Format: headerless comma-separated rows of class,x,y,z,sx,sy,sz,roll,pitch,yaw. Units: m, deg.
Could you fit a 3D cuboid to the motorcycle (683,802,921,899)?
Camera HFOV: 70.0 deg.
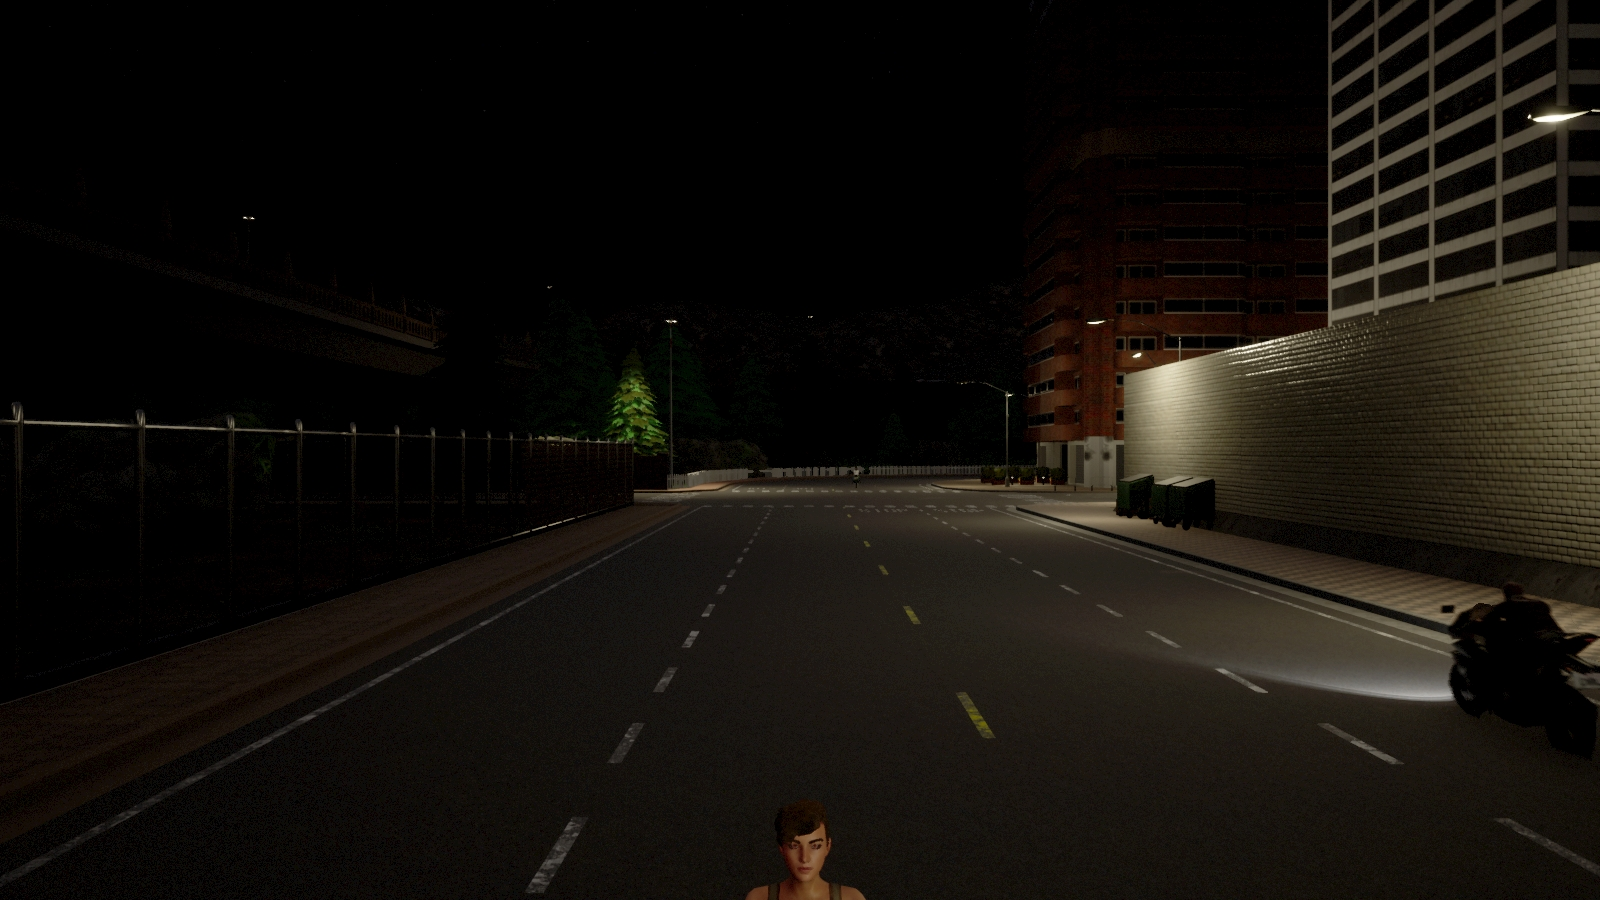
motorcycle,0.006,2.099,3.507,0.764,1.307,2.356,0,0,0

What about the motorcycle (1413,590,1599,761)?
motorcycle,7.089,2.149,11.301,0.867,1.251,2.209,0,0,0
